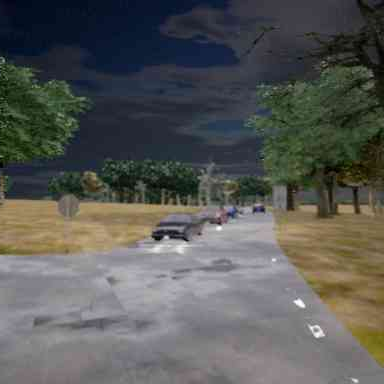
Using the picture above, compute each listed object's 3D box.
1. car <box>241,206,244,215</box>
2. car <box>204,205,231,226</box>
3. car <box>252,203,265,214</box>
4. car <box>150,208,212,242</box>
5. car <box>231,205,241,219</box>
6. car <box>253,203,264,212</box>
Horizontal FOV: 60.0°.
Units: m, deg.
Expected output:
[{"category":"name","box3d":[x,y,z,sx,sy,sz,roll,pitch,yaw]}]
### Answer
[{"category":"car","box3d":[6.406,2.563,47.966,1.895,1.301,4.718,-1,-2,13]},{"category":"car","box3d":[1.778,1.889,28.732,2.097,1.767,4.553,-1,-1,14]},{"category":"car","box3d":[10.019,2.455,49.836,1.882,1.535,5.008,-1,-2,12]},{"category":"car","box3d":[-0.577,1.874,18.707,2.033,1.411,5.357,-1,-1,15]},{"category":"car","box3d":[4.141,2.220,38.241,1.882,1.535,5.008,-1,-1,14]},{"category":"car","box3d":[11.925,2.724,59.991,1.882,1.535,5.008,-1,-2,10]}]
